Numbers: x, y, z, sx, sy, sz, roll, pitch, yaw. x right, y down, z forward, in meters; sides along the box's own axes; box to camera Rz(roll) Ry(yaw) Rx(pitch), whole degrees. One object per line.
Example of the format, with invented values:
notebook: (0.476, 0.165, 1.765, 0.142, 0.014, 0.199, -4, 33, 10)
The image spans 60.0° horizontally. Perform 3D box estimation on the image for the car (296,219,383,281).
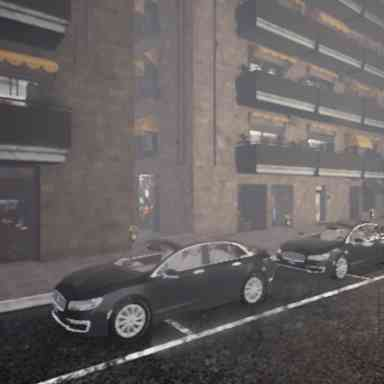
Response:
car: (4.296, 1.504, 9.618, 4.403, 1.369, 2.008, 0, 0, -35)

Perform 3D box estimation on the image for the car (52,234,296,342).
car: (-0.293, 1.533, 6.346, 4.403, 1.369, 2.008, 0, 0, -35)
